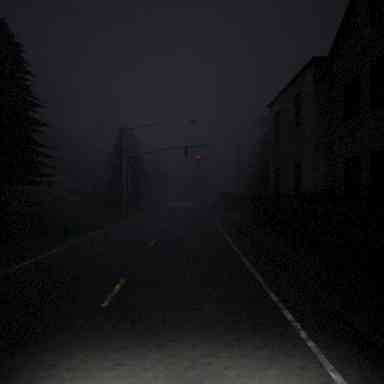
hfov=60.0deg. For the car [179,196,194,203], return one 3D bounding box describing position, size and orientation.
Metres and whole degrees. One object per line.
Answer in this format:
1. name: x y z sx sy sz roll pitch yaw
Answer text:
1. car: -1.021 1.587 68.965 1.812 1.442 4.674 0 0 21
